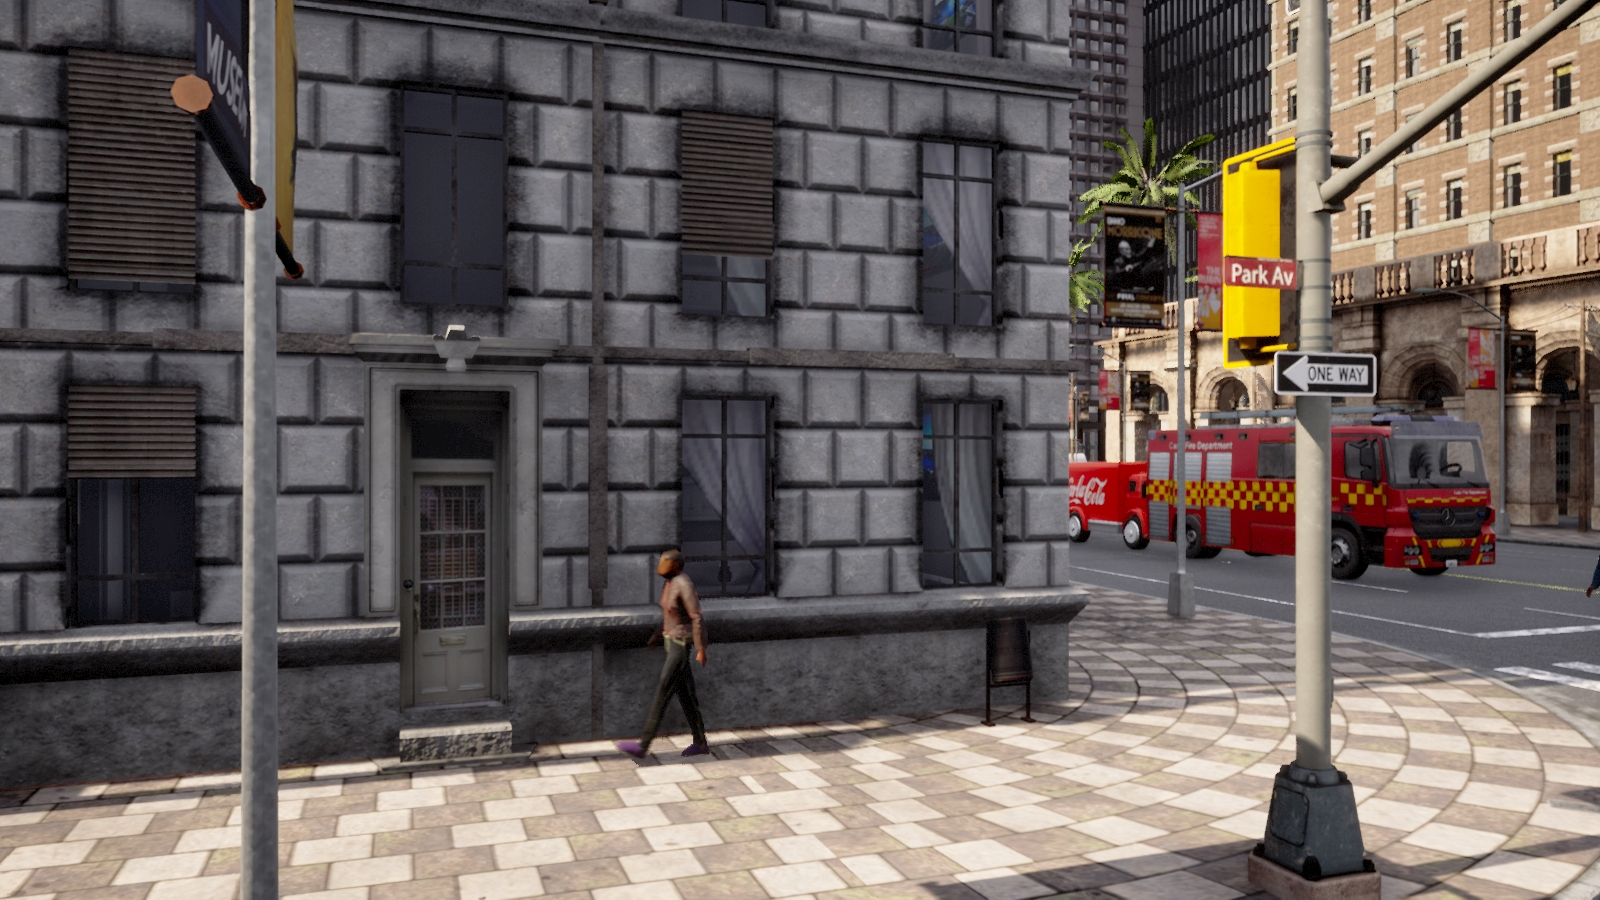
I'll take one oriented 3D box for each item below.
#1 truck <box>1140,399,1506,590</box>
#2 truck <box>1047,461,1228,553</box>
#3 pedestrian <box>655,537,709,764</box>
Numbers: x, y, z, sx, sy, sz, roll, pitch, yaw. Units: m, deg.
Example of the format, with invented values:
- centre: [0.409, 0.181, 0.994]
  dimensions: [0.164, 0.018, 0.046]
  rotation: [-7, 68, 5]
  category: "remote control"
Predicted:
- centre: [11.967, 0.903, 27.385]
  dimensions: [2.891, 3.827, 8.468]
  rotation: [0, 0, -19]
  category: "truck"
- centre: [9.885, 1.579, 34.016]
  dimensions: [2.627, 2.467, 5.204]
  rotation: [0, 0, -19]
  category: "truck"
- centre: [-1.017, 1.698, 9.788]
  dimensions: [0.375, 1.860, 0.375]
  rotation: [0, 0, -21]
  category: "pedestrian"
